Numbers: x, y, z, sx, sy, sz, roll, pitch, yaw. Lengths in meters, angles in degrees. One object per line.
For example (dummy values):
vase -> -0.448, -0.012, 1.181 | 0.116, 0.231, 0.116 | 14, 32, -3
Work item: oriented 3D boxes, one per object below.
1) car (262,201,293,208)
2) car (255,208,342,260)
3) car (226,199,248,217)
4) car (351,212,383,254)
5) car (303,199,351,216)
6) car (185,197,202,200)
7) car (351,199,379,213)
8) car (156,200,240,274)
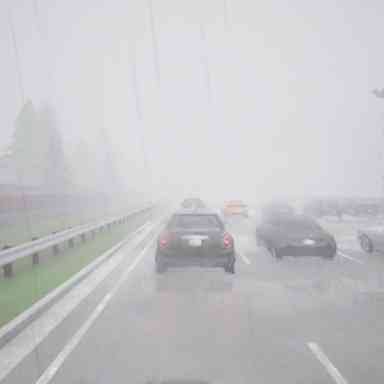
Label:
car -> 7.087, 1.404, 27.725 | 1.994, 1.385, 4.181 | 0, 0, 0
car -> 3.593, 1.493, 12.209 | 1.994, 1.385, 4.181 | 0, 0, 0
car -> 3.588, 1.312, 28.755 | 1.882, 1.535, 5.008 | 0, 0, 0
car -> 7.093, 1.541, 10.364 | 1.895, 1.301, 4.718 | 0, 0, 0
car -> 10.588, 1.335, 27.197 | 2.128, 1.511, 4.902 | 0, 0, 0
car -> 0.087, 1.196, 26.923 | 2.097, 1.767, 4.553 | 0, 0, 0
car -> 14.088, 1.312, 28.758 | 1.882, 1.535, 5.008 | 0, 0, 0
car -> 0.092, 1.289, 10.553 | 2.097, 1.767, 4.553 | 0, 0, 0
